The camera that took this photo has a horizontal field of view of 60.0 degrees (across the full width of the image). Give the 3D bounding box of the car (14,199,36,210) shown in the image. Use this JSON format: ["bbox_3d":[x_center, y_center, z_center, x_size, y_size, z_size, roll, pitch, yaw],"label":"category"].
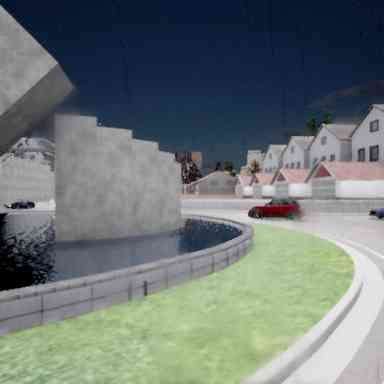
[{"bbox_3d":[-23.553,1.736,46.573,1.994,1.385,4.181,0,0,-5],"label":"car"}]

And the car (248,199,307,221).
[{"bbox_3d":[7.018,1.396,27.544,4.553,1.767,2.097,0,0,30],"label":"car"}]

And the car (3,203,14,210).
[{"bbox_3d":[-21.560,1.705,35.040,1.994,1.385,4.181,0,0,24],"label":"car"}]

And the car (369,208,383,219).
[{"bbox_3d":[17.629,1.562,27.313,5.357,1.411,2.033,0,0,9],"label":"car"}]
